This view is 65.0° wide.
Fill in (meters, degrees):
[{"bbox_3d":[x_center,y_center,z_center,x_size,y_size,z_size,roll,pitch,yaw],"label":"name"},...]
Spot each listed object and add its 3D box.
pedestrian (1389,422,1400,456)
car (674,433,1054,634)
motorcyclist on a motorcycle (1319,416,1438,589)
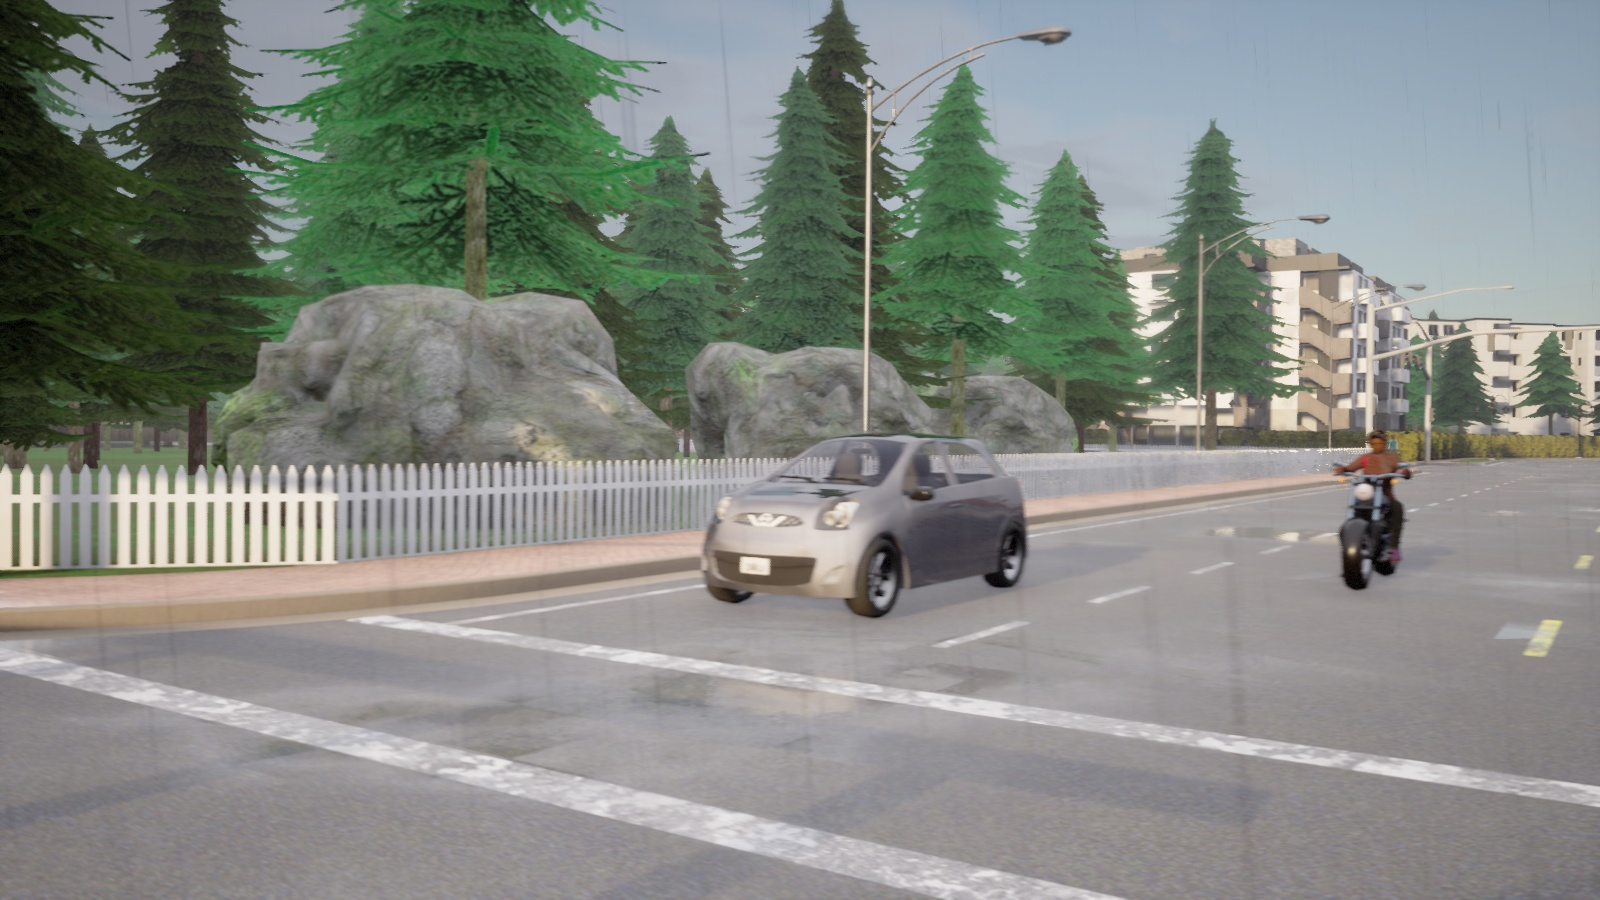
[{"bbox_3d":[33.699,-0.627,71.220,0.396,1.930,0.692,0,1,10],"label":"pedestrian"},{"bbox_3d":[0.738,0.610,11.473,1.845,1.501,3.633,0,1,34],"label":"car"},{"bbox_3d":[6.110,0.484,13.177,0.766,1.649,2.350,0,1,34],"label":"motorcyclist on a motorcycle"}]
